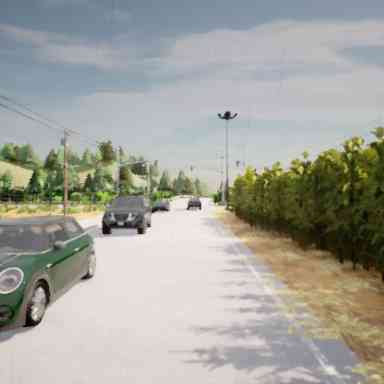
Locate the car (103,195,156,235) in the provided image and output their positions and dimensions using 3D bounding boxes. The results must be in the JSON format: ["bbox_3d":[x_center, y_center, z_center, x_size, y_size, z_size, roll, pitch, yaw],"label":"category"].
[{"bbox_3d":[-3.605,1.233,19.344,2.150,2.045,5.566,0,0,-1],"label":"car"}]

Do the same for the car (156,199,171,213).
[{"bbox_3d":[-3.425,1.568,38.270,2.033,1.411,5.357,0,0,1],"label":"car"}]

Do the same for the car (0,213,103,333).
[{"bbox_3d":[-3.595,1.356,6.988,2.097,1.767,4.553,0,0,0],"label":"car"}]

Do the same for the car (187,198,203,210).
[{"bbox_3d":[0.373,1.531,44.373,1.837,1.490,4.892,0,0,2],"label":"car"}]
